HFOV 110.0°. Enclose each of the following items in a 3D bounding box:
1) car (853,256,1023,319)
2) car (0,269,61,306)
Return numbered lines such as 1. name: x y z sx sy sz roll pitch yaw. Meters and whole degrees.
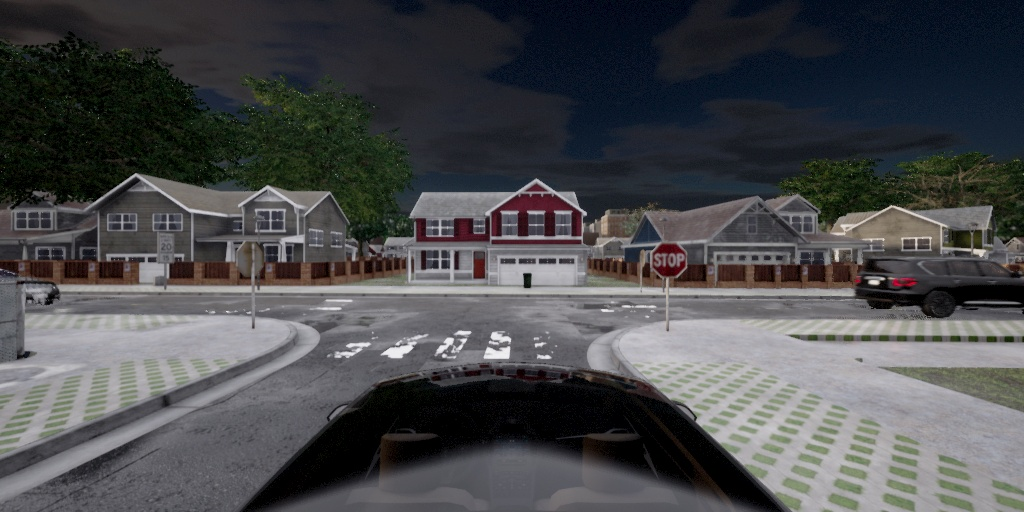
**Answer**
1. car: 15.502 1.043 12.682 5.566 2.045 2.150 0 0 1
2. car: -19.298 1.156 12.843 4.902 1.511 2.128 0 0 1
